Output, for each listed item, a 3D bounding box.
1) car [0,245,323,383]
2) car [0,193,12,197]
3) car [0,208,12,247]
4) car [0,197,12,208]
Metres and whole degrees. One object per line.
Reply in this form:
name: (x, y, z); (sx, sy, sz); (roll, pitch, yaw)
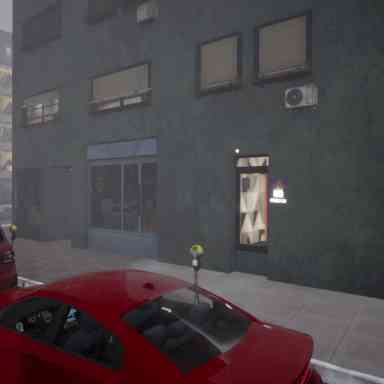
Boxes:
car: (-1.009, 1.544, 3.565); (4.507, 1.381, 1.887); (0, 0, 35)
car: (-18.557, 1.032, 31.827); (2.192, 1.841, 5.009); (2, 2, 35)
car: (-5.537, 1.314, 6.736); (5.009, 1.841, 2.192); (0, 0, 35)
car: (-17.657, 1.369, 28.592); (1.895, 1.301, 4.718); (1, 1, 34)
